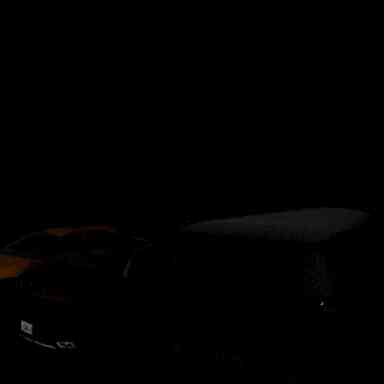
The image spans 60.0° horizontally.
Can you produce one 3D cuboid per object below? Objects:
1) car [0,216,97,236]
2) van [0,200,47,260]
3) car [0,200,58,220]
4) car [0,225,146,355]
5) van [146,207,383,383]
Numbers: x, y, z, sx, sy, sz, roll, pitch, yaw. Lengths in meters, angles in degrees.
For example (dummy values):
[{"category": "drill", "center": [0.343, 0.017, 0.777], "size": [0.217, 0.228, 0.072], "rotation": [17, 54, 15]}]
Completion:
[{"category": "car", "center": [-3.093, 1.488, 7.740], "size": [1.946, 1.575, 5.366], "rotation": [0, 0, 35]}, {"category": "van", "center": [-7.527, 1.295, 11.273], "size": [1.878, 1.987, 4.442], "rotation": [-1, 0, 35]}, {"category": "car", "center": [-5.224, 1.249, 9.521], "size": [2.435, 2.045, 5.566], "rotation": [-1, 0, 36]}, {"category": "car", "center": [-0.736, 1.487, 6.278], "size": [2.231, 1.521, 4.892], "rotation": [0, 0, 36]}, {"category": "van", "center": [1.591, 1.256, 4.770], "size": [1.878, 1.987, 4.442], "rotation": [0, 0, 35]}]
